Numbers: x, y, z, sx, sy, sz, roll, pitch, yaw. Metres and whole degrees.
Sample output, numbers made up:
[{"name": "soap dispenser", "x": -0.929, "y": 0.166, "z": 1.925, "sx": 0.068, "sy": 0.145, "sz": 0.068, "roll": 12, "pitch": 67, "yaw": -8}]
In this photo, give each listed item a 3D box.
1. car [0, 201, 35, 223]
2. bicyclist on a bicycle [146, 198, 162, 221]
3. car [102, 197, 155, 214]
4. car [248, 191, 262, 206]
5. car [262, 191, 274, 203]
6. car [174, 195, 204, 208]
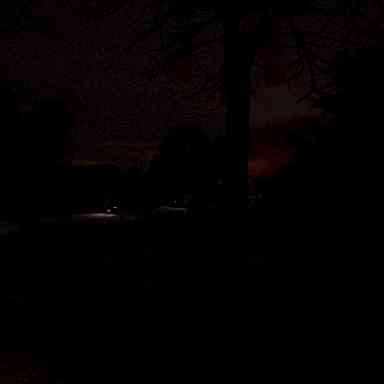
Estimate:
[{"name": "car", "x": -12.751, "y": 1.344, "z": 21.719, "sx": 1.812, "sy": 1.442, "sz": 4.674, "roll": 1, "pitch": 2, "yaw": 37}, {"name": "bicyclist on a bicycle", "x": -2.791, "y": 1.285, "z": 24.299, "sx": 1.656, "sy": 1.620, "sz": 0.582, "roll": 0, "pitch": 0, "yaw": 36}, {"name": "car", "x": -5.778, "y": 1.218, "z": 31.234, "sx": 2.033, "sy": 1.411, "sz": 5.357, "roll": 2, "pitch": 2, "yaw": 35}, {"name": "car", "x": 7.721, "y": 0.828, "z": 47.521, "sx": 2.150, "sy": 2.045, "sz": 5.566, "roll": 1, "pitch": 0, "yaw": 28}, {"name": "car", "x": 13.143, "y": 0.943, "z": 58.881, "sx": 2.150, "sy": 2.045, "sz": 5.566, "roll": 1, "pitch": 0, "yaw": 22}, {"name": "car", "x": -0.258, "y": 1.083, "z": 39.848, "sx": 1.812, "sy": 1.442, "sz": 4.674, "roll": 1, "pitch": 1, "yaw": 31}]
